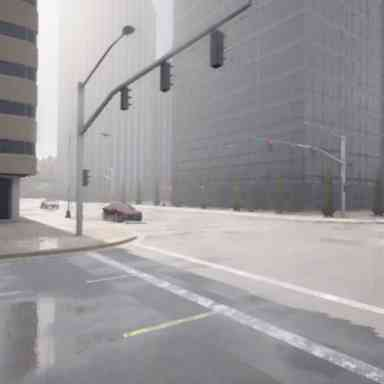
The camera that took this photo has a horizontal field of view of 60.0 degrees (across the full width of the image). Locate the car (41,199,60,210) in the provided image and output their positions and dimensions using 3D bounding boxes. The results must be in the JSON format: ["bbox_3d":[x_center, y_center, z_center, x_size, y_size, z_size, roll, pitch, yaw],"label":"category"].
[{"bbox_3d":[-20.363,1.715,47.638,1.812,1.442,4.674,1,0,-36],"label":"car"}]

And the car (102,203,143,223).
[{"bbox_3d":[-5.845,1.691,27.673,1.882,1.535,5.008,1,0,-36],"label":"car"}]
